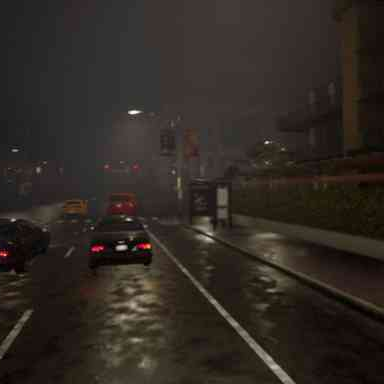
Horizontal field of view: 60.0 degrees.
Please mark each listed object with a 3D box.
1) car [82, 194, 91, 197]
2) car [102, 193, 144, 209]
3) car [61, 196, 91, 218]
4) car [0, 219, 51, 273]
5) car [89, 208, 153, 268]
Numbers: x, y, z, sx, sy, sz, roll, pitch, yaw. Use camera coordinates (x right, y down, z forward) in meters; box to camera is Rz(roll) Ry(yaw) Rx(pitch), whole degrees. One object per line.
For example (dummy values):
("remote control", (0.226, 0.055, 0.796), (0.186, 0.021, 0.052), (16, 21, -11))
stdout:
("car", (-27.620, 1.446, 85.148), (1.994, 1.385, 4.181), (-1, 0, -13))
("car", (-5.580, 1.142, 28.419), (2.150, 2.045, 5.566), (-1, 1, 1))
("car", (-10.598, 1.449, 30.133), (1.882, 1.535, 5.008), (-1, 0, -13))
("car", (-5.836, 1.564, 10.427), (2.033, 1.411, 5.357), (-1, 0, -13))
("car", (-2.436, 1.517, 11.254), (2.033, 1.411, 5.357), (-1, 0, -13))
